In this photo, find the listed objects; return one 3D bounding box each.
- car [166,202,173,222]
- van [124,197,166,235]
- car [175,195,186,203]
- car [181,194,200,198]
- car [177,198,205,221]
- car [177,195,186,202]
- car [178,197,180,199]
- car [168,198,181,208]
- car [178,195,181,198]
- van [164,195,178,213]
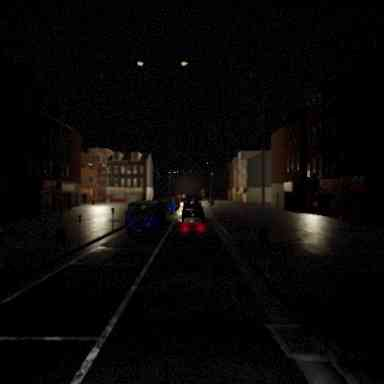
[{"bbox_3d":[-2.649,1.629,24.119,1.947,1.339,4.313,0,0,0],"label":"car"},{"bbox_3d":[-2.649,1.390,18.685,1.690,1.788,3.998,0,0,0],"label":"van"},{"bbox_3d":[-2.663,1.563,77.698,2.192,1.841,5.009,0,0,0],"label":"car"},{"bbox_3d":[0.069,1.338,41.211,2.150,2.045,5.566,0,0,0],"label":"car"},{"bbox_3d":[0.081,1.565,27.957,2.128,1.511,4.902,0,0,0],"label":"car"},{"bbox_3d":[-2.666,1.609,88.552,2.192,1.841,5.009,0,0,0],"label":"car"},{"bbox_3d":[-2.653,1.657,40.420,1.887,1.381,4.507,0,0,0],"label":"car"},{"bbox_3d":[-2.655,1.693,51.288,1.887,1.381,4.507,0,0,0],"label":"car"},{"bbox_3d":[-2.655,1.445,45.855,2.192,1.841,5.009,0,0,0],"label":"car"},{"bbox_3d":[-2.652,1.436,34.987,1.690,1.788,3.998,0,0,0],"label":"van"}]
